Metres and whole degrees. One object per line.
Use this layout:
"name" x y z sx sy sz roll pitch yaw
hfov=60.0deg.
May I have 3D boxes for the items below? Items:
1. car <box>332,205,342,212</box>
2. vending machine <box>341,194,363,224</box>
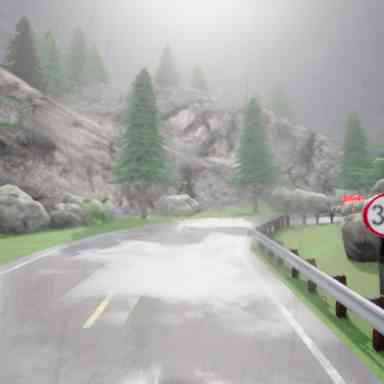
"car" 15.857 1.500 31.847 4.674 1.442 1.812 0 0 -2
"vending machine" 11.481 1.177 23.827 0.880 2.100 1.100 0 0 -24
